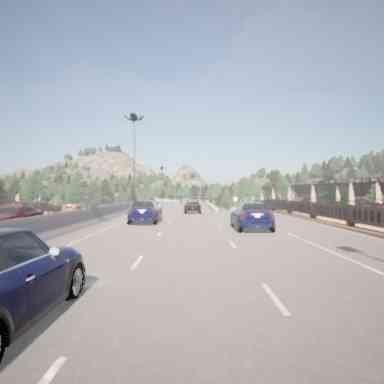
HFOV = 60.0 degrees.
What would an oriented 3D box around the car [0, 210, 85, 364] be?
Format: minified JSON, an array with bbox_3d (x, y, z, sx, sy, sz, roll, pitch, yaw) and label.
[{"bbox_3d":[-3.411,1.358,5.535,2.097,1.767,4.553,0,0,0],"label":"car"}]

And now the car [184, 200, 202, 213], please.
[{"bbox_3d":[0.088,1.607,37.676,2.128,1.511,4.902,0,-2,0],"label":"car"}]

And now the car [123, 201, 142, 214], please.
[{"bbox_3d":[-10.547,2.810,59.415,2.150,2.045,5.566,0,-6,1],"label":"car"}]

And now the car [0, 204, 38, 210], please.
[{"bbox_3d":[-10.604,1.497,19.618,1.882,1.535,5.008,0,0,0],"label":"car"}]

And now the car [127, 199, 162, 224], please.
[{"bbox_3d":[-3.407,1.371,24.771,2.097,1.767,4.553,0,0,0],"label":"car"}]

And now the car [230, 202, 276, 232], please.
[{"bbox_3d":[3.593,1.364,20.348,2.097,1.767,4.553,0,0,0],"label":"car"}]

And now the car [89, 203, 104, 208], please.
[{"bbox_3d":[-14.081,2.307,50.057,1.994,1.385,4.181,0,-4,0],"label":"car"}]

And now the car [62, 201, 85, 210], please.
[{"bbox_3d":[-17.581,2.069,49.660,2.097,1.767,4.553,0,-4,0],"label":"car"}]
